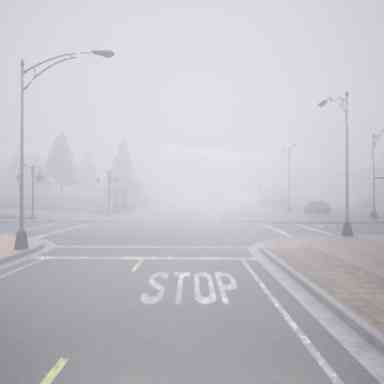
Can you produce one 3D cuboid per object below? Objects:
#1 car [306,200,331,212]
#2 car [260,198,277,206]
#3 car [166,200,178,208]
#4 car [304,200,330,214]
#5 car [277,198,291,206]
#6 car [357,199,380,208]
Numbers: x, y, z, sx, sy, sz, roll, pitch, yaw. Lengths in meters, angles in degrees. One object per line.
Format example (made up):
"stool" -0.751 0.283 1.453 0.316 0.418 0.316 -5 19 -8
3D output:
"car" 17.016 1.805 44.880 1.970 1.475 3.806 0 -1 0
"car" 14.212 1.935 63.522 2.007 1.523 4.514 0 -1 0
"car" -3.491 2.113 57.823 1.895 1.301 4.718 0 -1 0
"car" 13.962 1.726 37.490 1.845 1.501 3.633 0 -1 0
"car" 17.349 1.926 63.543 2.152 1.636 5.027 0 -1 0
"car" 29.118 1.842 55.752 1.845 1.501 3.633 0 -1 0
